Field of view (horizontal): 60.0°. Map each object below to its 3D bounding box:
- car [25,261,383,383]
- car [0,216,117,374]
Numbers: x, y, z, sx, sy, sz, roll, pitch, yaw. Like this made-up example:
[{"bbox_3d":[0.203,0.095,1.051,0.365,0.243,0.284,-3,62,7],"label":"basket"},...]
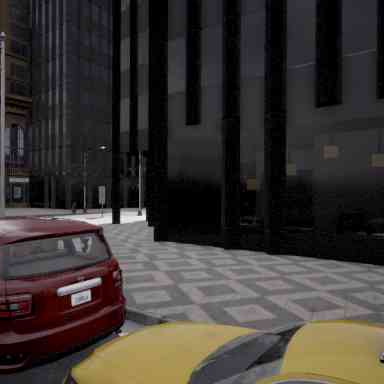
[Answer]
[{"bbox_3d":[1.046,1.525,2.213,4.829,1.417,1.752,0,0,36],"label":"car"},{"bbox_3d":[-3.233,1.314,5.265,5.009,1.841,2.192,0,0,36],"label":"car"}]
